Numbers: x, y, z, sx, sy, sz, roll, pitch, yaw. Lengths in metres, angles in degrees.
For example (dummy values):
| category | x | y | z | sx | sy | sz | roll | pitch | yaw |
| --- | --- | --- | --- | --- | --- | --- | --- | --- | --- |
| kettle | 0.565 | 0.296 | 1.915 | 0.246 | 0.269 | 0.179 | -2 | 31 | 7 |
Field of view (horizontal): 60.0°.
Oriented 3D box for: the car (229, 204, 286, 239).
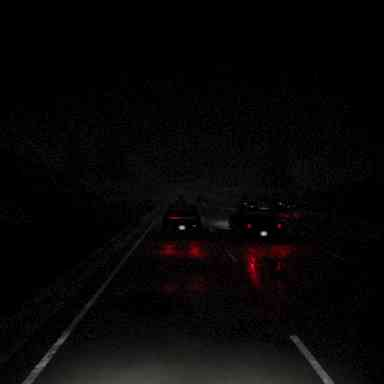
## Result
| category | x | y | z | sx | sy | sz | roll | pitch | yaw |
| --- | --- | --- | --- | --- | --- | --- | --- | --- | --- |
| car | 3.000 | 1.470 | 16.445 | 1.895 | 1.301 | 4.718 | 0 | 0 | -2 |

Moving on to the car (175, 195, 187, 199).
| category | x | y | z | sx | sy | sz | roll | pitch | yaw |
| --- | --- | --- | --- | --- | --- | --- | --- | --- | --- |
| car | -1.848 | 1.127 | 54.998 | 2.033 | 1.411 | 5.357 | 0 | 0 | -2 |

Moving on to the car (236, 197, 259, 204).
| category | x | y | z | sx | sy | sz | roll | pitch | yaw |
| --- | --- | --- | --- | --- | --- | --- | --- | --- | --- |
| car | 5.855 | 1.250 | 34.981 | 1.812 | 1.442 | 4.674 | 0 | 0 | -2 |

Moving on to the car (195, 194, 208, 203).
| category | x | y | z | sx | sy | sz | roll | pitch | yaw |
| --- | --- | --- | --- | --- | --- | --- | --- | --- | --- |
| car | 1.653 | 1.081 | 55.044 | 1.837 | 1.490 | 4.892 | 0 | 1 | -2 |

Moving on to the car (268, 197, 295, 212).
| category | x | y | z | sx | sy | sz | roll | pitch | yaw |
| --- | --- | --- | --- | --- | --- | --- | --- | --- | --- |
| car | 9.364 | 1.247 | 34.843 | 1.812 | 1.442 | 4.674 | 0 | 0 | -2 |

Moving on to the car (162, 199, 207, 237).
| category | x | y | z | sx | sy | sz | roll | pitch | yaw |
| --- | --- | --- | --- | --- | --- | --- | --- | --- | --- |
| car | -0.527 | 1.359 | 17.238 | 2.128 | 1.511 | 4.902 | 0 | 0 | -2 |
